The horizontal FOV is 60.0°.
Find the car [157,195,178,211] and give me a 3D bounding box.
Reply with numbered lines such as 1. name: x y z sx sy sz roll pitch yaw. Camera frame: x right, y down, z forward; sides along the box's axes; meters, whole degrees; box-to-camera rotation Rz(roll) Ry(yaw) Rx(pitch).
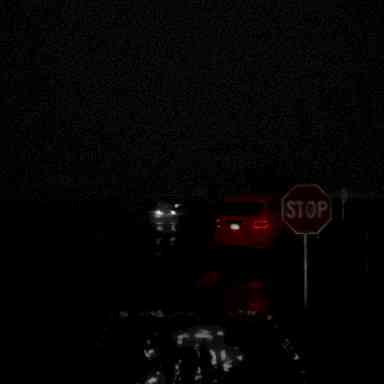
1. car: -2.880 1.295 38.059 1.837 1.490 4.892 0 0 0

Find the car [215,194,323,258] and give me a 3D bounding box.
1. car: 3.056 1.079 12.646 2.150 2.045 5.566 -3 1 39
